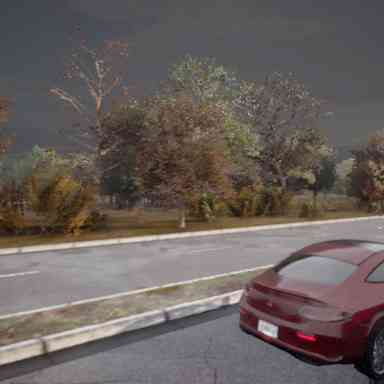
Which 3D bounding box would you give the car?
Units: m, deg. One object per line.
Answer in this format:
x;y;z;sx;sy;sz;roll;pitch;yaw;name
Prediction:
2.808;1.520;5.441;4.674;1.442;1.812;0;0;-35;car
